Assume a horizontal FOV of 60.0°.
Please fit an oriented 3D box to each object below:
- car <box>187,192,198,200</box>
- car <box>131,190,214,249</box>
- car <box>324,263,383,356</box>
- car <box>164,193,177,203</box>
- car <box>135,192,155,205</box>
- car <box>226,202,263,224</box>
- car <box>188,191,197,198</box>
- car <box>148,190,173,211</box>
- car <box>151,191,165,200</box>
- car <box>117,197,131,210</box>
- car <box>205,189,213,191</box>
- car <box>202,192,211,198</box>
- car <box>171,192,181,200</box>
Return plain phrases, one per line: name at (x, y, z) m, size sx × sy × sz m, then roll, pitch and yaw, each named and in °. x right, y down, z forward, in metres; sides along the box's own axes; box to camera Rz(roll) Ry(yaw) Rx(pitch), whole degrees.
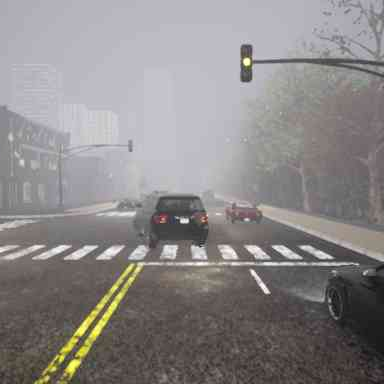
car at (0.026, 0.761, 66.475) m, size 2.128 × 1.511 × 4.902 m, roll 0°, pitch 1°, yaw 0°
car at (-1.045, 1.069, 14.090) m, size 2.150 × 2.045 × 5.566 m, roll 0°, pitch 1°, yaw -17°
car at (3.350, 1.515, 4.278) m, size 1.994 × 1.385 × 4.181 m, roll 0°, pitch 0°, yaw 0°
car at (-3.294, 0.959, 51.612) m, size 1.812 × 1.442 × 4.674 m, roll 0°, pitch 1°, yaw 0°
car at (-6.563, 0.839, 47.068) m, size 2.097 × 1.767 × 4.553 m, roll 0°, pitch 0°, yaw 0°
car at (3.360, 1.356, 22.429) m, size 1.895 × 1.301 × 4.718 m, roll 0°, pitch 1°, yaw 0°
car at (0.031, 0.525, 76.891) m, size 2.033 × 1.411 × 5.357 m, roll 0°, pitch 1°, yaw 0°
car at (-3.325, 0.825, 36.282) m, size 2.150 × 2.045 × 5.566 m, roll 0°, pitch 1°, yaw 0°
car at (-6.499, 0.649, 63.994) m, size 2.097 × 1.767 × 4.553 m, roll 0°, pitch 1°, yaw 0°
car at (-6.592, 1.214, 35.333) m, size 1.895 × 1.301 × 4.718 m, roll 0°, pitch 1°, yaw 1°
car at (3.276, 0.490, 66.501) m, size 2.150 × 2.045 × 5.566 m, roll 0°, pitch 1°, yaw 0°
car at (3.281, 0.580, 76.921) m, size 1.895 × 1.301 × 4.718 m, roll 0°, pitch 1°, yaw 0°
car at (-3.220, 0.714, 69.301) m, size 1.882 × 1.535 × 5.008 m, roll 0°, pitch 1°, yaw 0°
